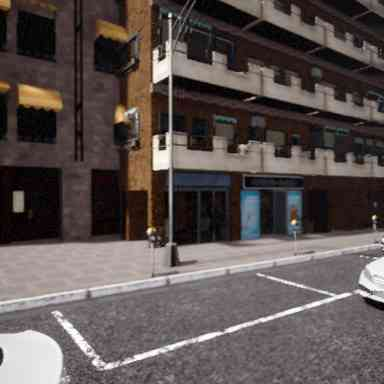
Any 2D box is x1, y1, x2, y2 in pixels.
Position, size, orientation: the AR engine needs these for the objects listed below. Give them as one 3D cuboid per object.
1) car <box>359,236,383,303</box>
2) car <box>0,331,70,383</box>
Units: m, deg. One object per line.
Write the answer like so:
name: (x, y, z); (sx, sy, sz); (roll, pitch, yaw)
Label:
car: (5.604, 1.657, 7.375); (4.674, 1.442, 1.812); (1, -1, -36)
car: (-2.887, 1.500, 1.369); (4.674, 1.442, 1.812); (1, -1, -34)
